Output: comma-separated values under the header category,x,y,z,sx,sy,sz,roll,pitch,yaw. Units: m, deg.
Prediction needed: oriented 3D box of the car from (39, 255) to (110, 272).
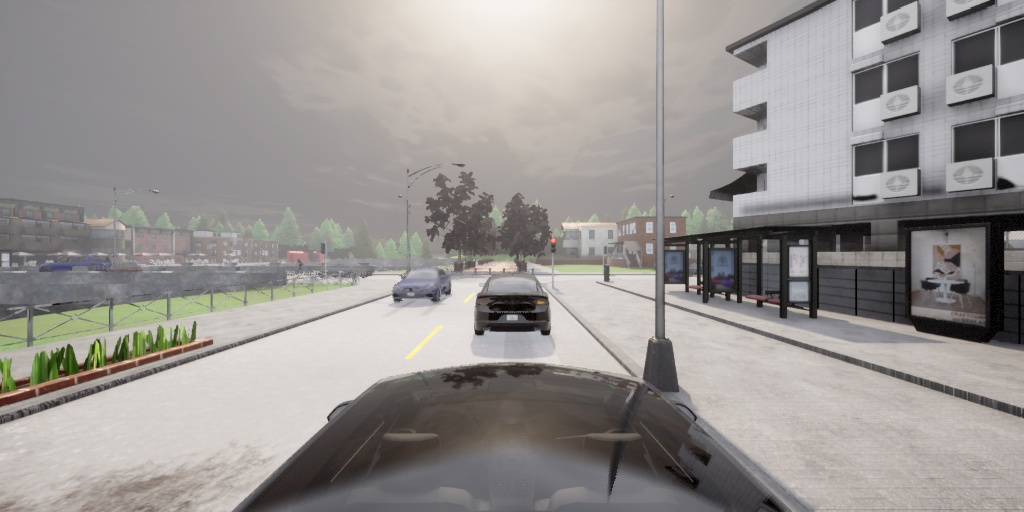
category,x,y,z,sx,sy,sz,roll,pitch,yaw
car,-42.686,0.971,35.231,5.566,2.045,2.150,0,0,0

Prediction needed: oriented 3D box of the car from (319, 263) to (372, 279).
category,x,y,z,sx,sy,sz,roll,pitch,yaw
car,-14.410,1.314,31.169,4.181,1.385,1.994,0,0,0

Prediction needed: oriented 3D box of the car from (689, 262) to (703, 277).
category,x,y,z,sx,sy,sz,roll,pitch,yaw
car,18.419,1.314,35.414,4.181,1.385,1.994,0,0,0

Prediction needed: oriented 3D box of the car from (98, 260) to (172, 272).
category,x,y,z,sx,sy,sz,roll,pitch,yaw
car,-32.356,1.275,31.160,4.674,1.442,1.812,0,0,0

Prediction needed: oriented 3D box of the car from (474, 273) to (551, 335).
category,x,y,z,sx,sy,sz,roll,pitch,yaw
car,0.025,1.228,10.502,1.882,1.535,5.008,0,0,0

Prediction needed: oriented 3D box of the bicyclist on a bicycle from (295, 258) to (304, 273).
category,x,y,z,sx,sy,sz,roll,pitch,yaw
bicyclist on a bicycle,-23.462,1.099,39.554,0.582,1.620,1.656,0,0,0

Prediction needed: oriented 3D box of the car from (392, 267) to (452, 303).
category,x,y,z,sx,sy,sz,roll,pitch,yaw
car,-3.999,1.275,16.701,1.812,1.442,4.674,0,0,1
